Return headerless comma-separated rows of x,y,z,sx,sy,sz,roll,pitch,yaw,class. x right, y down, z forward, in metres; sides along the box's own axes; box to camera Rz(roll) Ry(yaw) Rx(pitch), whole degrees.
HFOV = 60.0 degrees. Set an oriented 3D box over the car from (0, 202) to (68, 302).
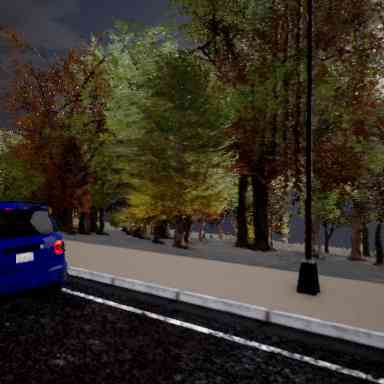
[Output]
-5.052,1.235,7.282,5.566,2.045,2.150,0,0,36,car
